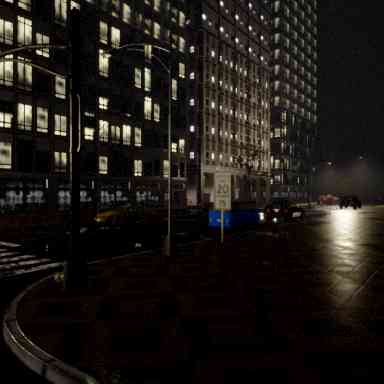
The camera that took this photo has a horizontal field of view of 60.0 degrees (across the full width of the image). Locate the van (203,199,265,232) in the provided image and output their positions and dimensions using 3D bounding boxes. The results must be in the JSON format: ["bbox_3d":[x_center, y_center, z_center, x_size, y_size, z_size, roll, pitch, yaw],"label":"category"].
[{"bbox_3d":[2.656,1.368,20.230,1.690,1.788,3.998,0,0,38],"label":"van"}]

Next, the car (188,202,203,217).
[{"bbox_3d":[1.375,1.604,31.667,1.802,1.307,4.206,0,0,38],"label":"car"}]

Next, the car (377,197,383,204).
[{"bbox_3d":[38.164,1.659,66.536,1.947,1.339,4.313,0,0,38],"label":"car"}]

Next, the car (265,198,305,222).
[{"bbox_3d":[7.619,1.473,26.859,1.967,1.590,4.097,0,0,38],"label":"car"}]

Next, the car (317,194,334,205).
[{"bbox_3d":[25.133,1.381,62.528,2.192,1.841,5.009,0,0,38],"label":"car"}]

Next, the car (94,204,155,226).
[{"bbox_3d":[-4.734,1.540,23.944,1.752,1.417,4.829,0,0,38],"label":"car"}]

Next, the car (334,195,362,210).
[{"bbox_3d":[21.195,1.369,44.494,2.192,1.841,5.009,0,0,38],"label":"car"}]

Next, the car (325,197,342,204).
[{"bbox_3d":[28.527,1.625,66.936,2.008,1.369,4.403,0,0,38],"label":"car"}]
